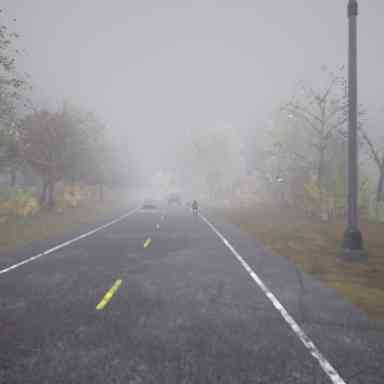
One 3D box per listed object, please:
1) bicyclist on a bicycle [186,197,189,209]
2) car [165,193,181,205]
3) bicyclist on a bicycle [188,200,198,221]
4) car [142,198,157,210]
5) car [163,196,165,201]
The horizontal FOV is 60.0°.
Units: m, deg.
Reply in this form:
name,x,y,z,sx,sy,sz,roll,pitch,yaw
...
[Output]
name,x,y,z,sx,sy,sz,roll,pitch,yaw
bicyclist on a bicycle,-0.402,1.393,36.547,0.866,1.612,1.509,0,0,-4
car,-3.044,1.139,56.083,2.150,2.045,5.566,0,1,-6
bicyclist on a bicycle,0.247,1.428,26.341,0.582,1.620,1.656,0,0,-3
car,-5.430,1.495,42.980,2.033,1.411,5.357,0,0,-5
car,-5.457,1.321,75.129,1.882,1.535,5.008,0,0,-9
